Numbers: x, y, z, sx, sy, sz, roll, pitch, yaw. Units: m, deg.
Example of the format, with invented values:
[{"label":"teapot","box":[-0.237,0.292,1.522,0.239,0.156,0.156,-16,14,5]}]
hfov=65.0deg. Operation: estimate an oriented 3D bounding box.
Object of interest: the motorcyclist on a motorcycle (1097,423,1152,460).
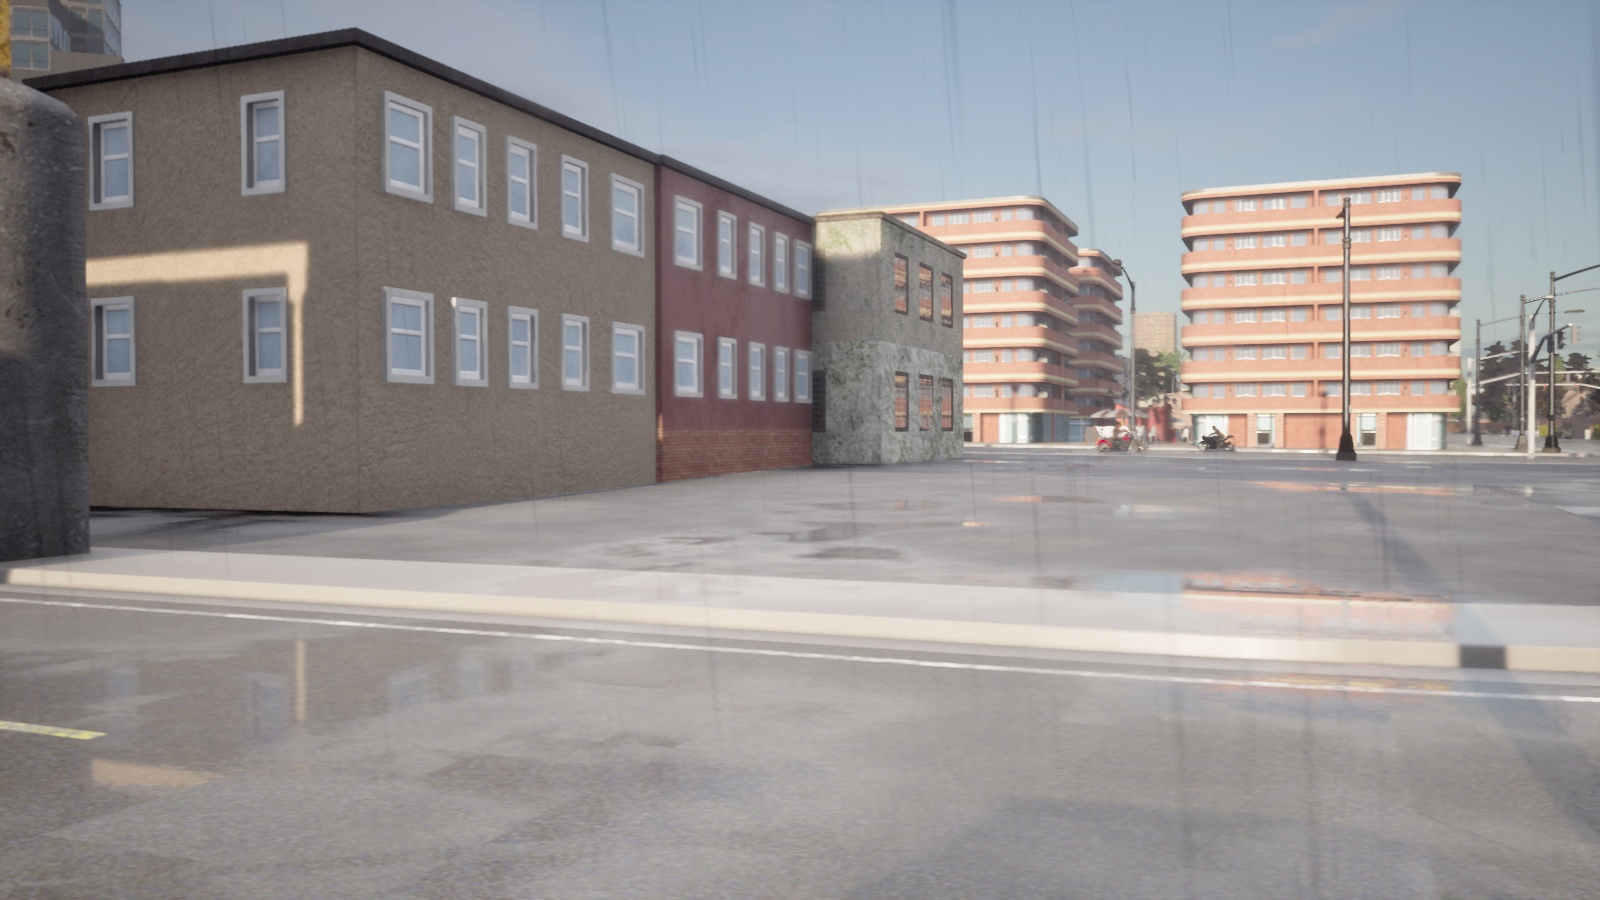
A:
[{"label":"motorcyclist on a motorcycle","box":[15.228,-0.392,58.945,2.350,1.649,0.766,2,2,22]}]

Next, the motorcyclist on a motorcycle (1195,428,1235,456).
[{"label":"motorcyclist on a motorcycle","box":[23.383,-0.450,70.747,2.044,1.523,0.797,2,1,22]}]
